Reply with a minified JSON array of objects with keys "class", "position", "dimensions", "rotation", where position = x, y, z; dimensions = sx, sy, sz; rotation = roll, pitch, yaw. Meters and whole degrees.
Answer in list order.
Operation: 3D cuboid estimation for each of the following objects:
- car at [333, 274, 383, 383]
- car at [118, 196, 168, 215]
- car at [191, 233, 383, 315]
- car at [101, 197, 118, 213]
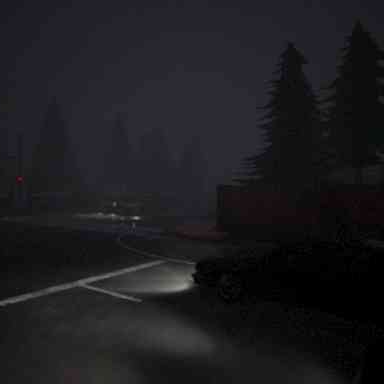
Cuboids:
[{"class":"car","position":[3.315,1.611,1.588],"dimensions":[4.718,1.301,1.895],"rotation":[0,0,36]},{"class":"car","position":[-4.419,1.355,32.196],"dimensions":[1.882,1.535,5.008],"rotation":[0,0,35]},{"class":"car","position":[2.592,1.539,6.418],"dimensions":[5.357,1.411,2.033],"rotation":[0,0,36]},{"class":"car","position":[-7.153,1.210,34.387],"dimensions":[2.097,1.767,4.553],"rotation":[0,0,35]}]
